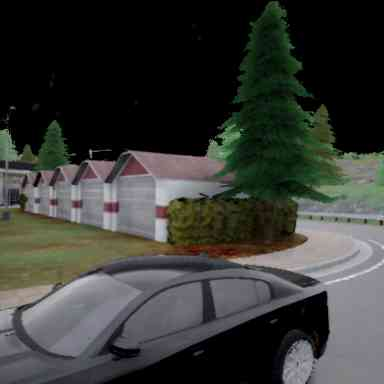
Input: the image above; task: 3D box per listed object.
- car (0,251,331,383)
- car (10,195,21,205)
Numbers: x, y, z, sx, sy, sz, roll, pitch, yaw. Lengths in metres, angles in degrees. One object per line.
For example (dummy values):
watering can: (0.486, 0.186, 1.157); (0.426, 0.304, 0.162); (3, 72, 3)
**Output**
car: (-0.510, 1.499, 3.641); (5.008, 1.535, 1.882); (1, -1, -36)
car: (-32.331, 1.466, 61.368); (1.905, 1.878, 3.866); (1, -1, -37)
